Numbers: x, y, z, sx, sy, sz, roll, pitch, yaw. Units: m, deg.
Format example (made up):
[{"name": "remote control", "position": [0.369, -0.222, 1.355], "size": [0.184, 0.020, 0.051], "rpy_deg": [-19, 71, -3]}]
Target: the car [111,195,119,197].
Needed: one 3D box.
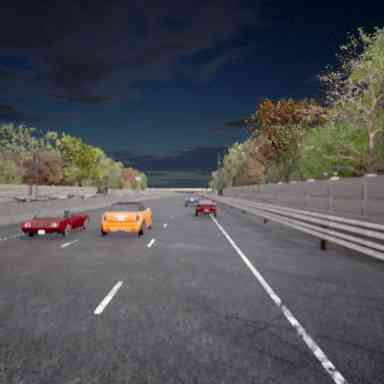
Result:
[{"name": "car", "position": [-17.503, 1.309, 75.821], "size": [1.895, 1.301, 4.718], "rpy_deg": [0, 0, 0]}]

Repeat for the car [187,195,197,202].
[{"name": "car", "position": [-0.002, 1.379, 69.516], "size": [2.033, 1.411, 5.357], "rpy_deg": [0, 0, 0]}]

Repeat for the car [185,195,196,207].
[{"name": "car", "position": [0.002, 1.225, 49.886], "size": [2.097, 1.767, 4.553], "rpy_deg": [0, 0, 0]}]

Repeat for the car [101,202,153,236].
[{"name": "car", "position": [-3.402, 1.291, 18.105], "size": [2.097, 1.767, 4.553], "rpy_deg": [0, 0, 0]}]

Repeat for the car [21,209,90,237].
[{"name": "car", "position": [-6.897, 1.542, 17.462], "size": [1.895, 1.301, 4.718], "rpy_deg": [0, 0, 0]}]

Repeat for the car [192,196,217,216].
[{"name": "car", "position": [1.224, 1.388, 30.771], "size": [1.882, 1.535, 5.008], "rpy_deg": [0, 0, 0]}]

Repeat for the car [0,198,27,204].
[{"name": "car", "position": [-17.593, 1.411, 32.506], "size": [1.837, 1.490, 4.892], "rpy_deg": [0, 0, 0]}]

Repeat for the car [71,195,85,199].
[{"name": "car", "position": [-24.502, 1.321, 71.823], "size": [2.128, 1.511, 4.902], "rpy_deg": [0, 0, 0]}]

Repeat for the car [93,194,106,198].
[{"name": "car", "position": [-21.003, 1.254, 75.851], "size": [2.033, 1.411, 5.357], "rpy_deg": [0, 0, 0]}]
